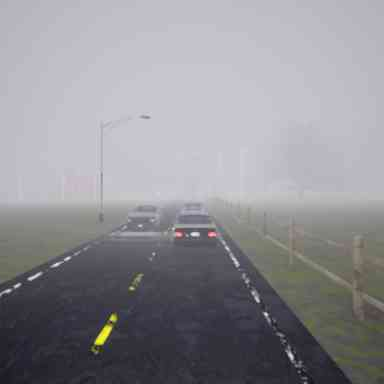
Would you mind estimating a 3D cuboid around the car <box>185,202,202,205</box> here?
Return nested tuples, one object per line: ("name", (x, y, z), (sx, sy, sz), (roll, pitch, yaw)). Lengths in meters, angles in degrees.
("car", (0.103, 1.469, 26.655), (2.033, 1.411, 5.357), (0, 0, 0))

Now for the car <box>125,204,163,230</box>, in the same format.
("car", (-2.848, 1.481, 21.049), (2.033, 1.411, 5.357), (0, 0, 0))

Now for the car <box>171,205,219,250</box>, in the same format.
("car", (0.101, 1.502, 13.988), (2.033, 1.411, 5.357), (0, 0, 0))
